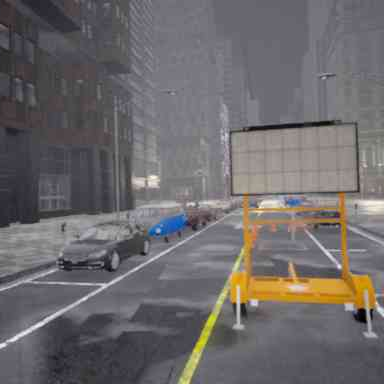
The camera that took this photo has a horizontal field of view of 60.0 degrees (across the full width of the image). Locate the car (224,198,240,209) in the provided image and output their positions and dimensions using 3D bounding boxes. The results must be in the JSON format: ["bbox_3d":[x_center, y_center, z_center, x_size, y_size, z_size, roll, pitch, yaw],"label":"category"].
[{"bbox_3d":[5.986,1.687,49.044,1.887,1.381,4.507,-2,0,13],"label":"car"}]

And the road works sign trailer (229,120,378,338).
[{"bbox_3d":[2.011,0.448,6.661,2.380,3.560,2.880,-2,0,13],"label":"road works sign trailer"}]

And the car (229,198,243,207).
[{"bbox_3d":[7.237,1.686,54.426,1.887,1.381,4.507,-2,0,13],"label":"car"}]

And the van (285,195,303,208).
[{"bbox_3d":[13.049,1.228,41.709,1.690,1.788,3.998,-2,0,13],"label":"van"}]

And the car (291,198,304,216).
[{"bbox_3d":[10.548,1.472,30.946,1.802,1.307,4.206,-2,0,13],"label":"car"}]

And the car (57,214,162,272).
[{"bbox_3d":[-2.777,1.707,11.372,2.008,1.369,4.403,-2,0,13],"label":"car"}]

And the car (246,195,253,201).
[{"bbox_3d":[15.847,1.673,91.359,1.752,1.417,4.829,-2,0,13],"label":"car"}]

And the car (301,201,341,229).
[{"bbox_3d":[8.039,1.445,20.184,2.008,1.369,4.403,-2,0,13],"label":"car"}]

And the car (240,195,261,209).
[{"bbox_3d":[8.052,1.283,46.122,2.150,2.045,5.566,-2,0,13],"label":"car"}]

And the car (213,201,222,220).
[{"bbox_3d":[0.978,1.695,27.517,1.887,1.381,4.507,-2,0,13],"label":"car"}]

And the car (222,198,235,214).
[{"bbox_3d":[3.443,1.672,38.116,1.752,1.417,4.829,-2,0,13],"label":"car"}]

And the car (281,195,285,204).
[{"bbox_3d":[15.562,1.428,52.469,1.887,1.381,4.507,-2,0,13],"label":"car"}]

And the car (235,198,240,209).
[{"bbox_3d":[4.734,1.689,43.663,1.887,1.381,4.507,-2,0,13],"label":"car"}]

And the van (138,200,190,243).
[{"bbox_3d":[-1.531,1.495,16.755,1.690,1.788,3.998,-2,0,13],"label":"van"}]

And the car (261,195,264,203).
[{"bbox_3d":[13.637,1.416,69.698,2.097,1.767,4.553,-2,0,13],"label":"car"}]

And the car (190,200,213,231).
[{"bbox_3d":[-0.279,1.467,22.137,2.192,1.841,5.009,-2,0,13],"label":"car"}]
